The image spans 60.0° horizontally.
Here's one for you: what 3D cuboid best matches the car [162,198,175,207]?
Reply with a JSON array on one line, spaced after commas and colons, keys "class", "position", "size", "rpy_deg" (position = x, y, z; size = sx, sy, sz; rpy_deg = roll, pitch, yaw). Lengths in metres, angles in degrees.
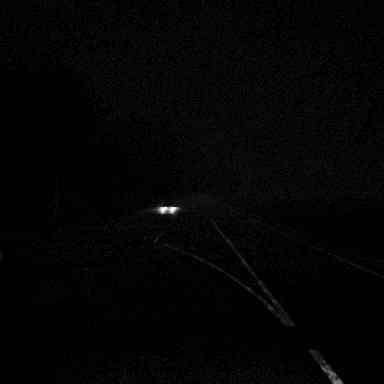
[{"class": "car", "position": [-3.741, 1.674, 53.154], "size": [1.895, 1.301, 4.718], "rpy_deg": [0, 0, 0]}]
